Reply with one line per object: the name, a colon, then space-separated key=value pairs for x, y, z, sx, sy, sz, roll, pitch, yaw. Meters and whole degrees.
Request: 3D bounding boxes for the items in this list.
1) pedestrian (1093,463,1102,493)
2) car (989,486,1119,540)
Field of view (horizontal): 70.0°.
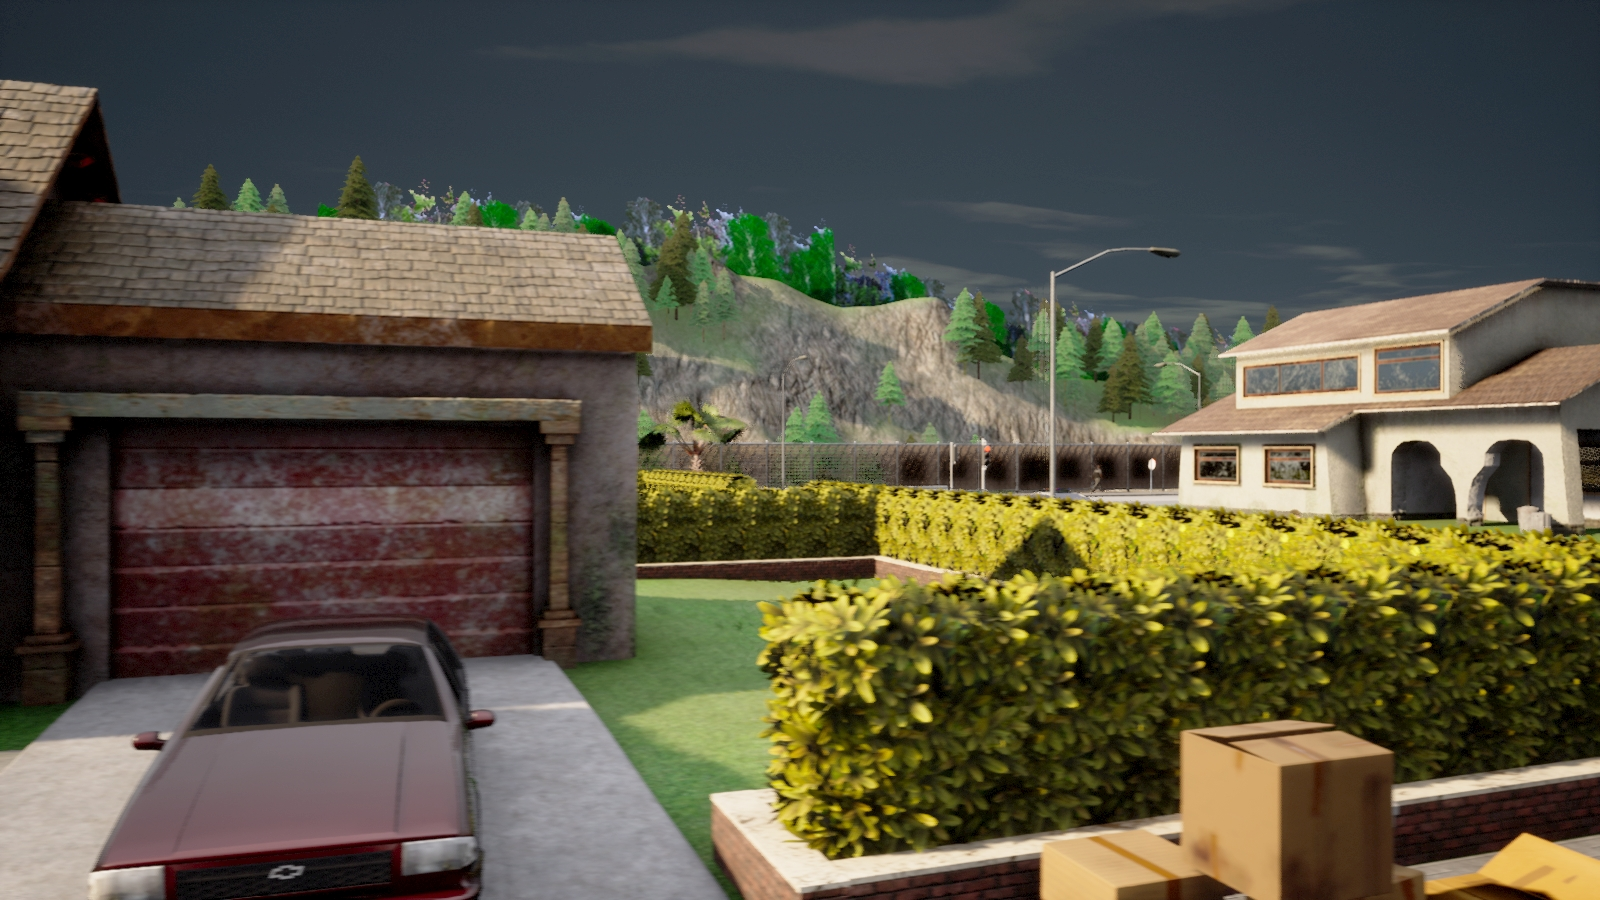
pedestrian: x=18.976 y=1.792 z=72.913 sx=0.375 sy=1.860 sz=0.375 roll=0 pitch=0 yaw=-25
car: x=8.509 y=2.061 z=38.763 sx=2.038 sy=1.542 sz=4.974 roll=0 pitch=0 yaw=-18
